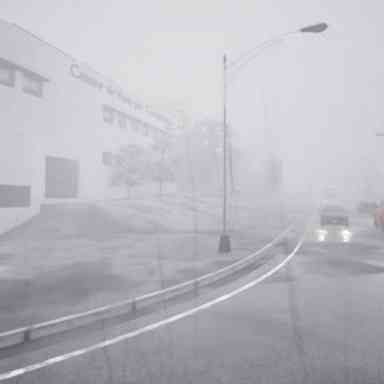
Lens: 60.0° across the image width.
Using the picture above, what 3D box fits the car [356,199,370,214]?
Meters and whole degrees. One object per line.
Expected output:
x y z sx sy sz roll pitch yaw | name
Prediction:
19.727 1.555 37.460 1.882 1.535 5.008 0 1 22 | car

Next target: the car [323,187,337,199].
26.248 0.074 63.132 2.150 2.045 5.566 0 4 22 | car

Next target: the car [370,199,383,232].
13.251 1.439 21.544 2.150 2.045 5.566 0 0 22 | car

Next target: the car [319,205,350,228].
10.663 1.733 24.953 1.882 1.535 5.008 0 0 22 | car
